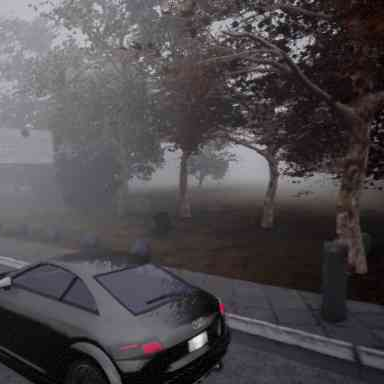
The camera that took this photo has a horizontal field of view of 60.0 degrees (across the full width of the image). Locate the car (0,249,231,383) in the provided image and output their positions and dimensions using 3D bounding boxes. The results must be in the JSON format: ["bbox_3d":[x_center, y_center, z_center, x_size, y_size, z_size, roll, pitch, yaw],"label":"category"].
[{"bbox_3d":[-1.562,1.533,4.679,4.181,1.385,1.994,1,0,36],"label":"car"}]
